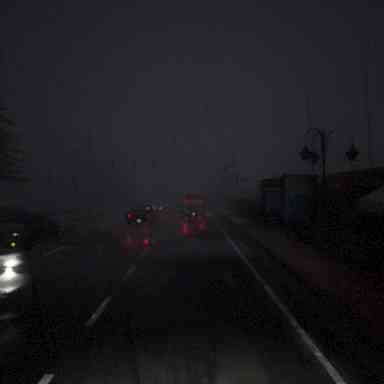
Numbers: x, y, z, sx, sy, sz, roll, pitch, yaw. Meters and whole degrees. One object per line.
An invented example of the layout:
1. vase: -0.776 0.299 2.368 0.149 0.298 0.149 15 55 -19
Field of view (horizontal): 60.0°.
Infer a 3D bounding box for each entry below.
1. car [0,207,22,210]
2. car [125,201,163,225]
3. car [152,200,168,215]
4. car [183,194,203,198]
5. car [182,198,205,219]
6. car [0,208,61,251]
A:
1. car: -10.571 1.537 18.732 2.033 1.411 5.357 0 0 0
2. car: -3.435 1.589 23.860 1.895 1.301 4.718 0 0 0
3. car: -3.480 1.531 33.440 2.033 1.411 5.357 0 0 0
4. car: 0.131 1.203 38.123 2.150 2.045 5.566 0 0 1
5. car: 0.122 1.513 28.354 1.812 1.442 4.674 0 0 0
6. car: -7.084 1.557 13.819 1.994 1.385 4.181 0 0 0
